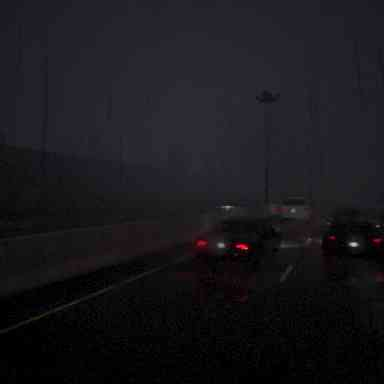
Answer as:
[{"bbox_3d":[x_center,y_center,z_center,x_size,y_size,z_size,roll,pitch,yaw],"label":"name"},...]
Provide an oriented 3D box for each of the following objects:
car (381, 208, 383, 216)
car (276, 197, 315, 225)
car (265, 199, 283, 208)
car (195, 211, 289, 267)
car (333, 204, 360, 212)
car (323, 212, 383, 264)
[{"bbox_3d":[15.278,1.643,24.571,2.097,1.767,4.553,1,0,25],"label":"car"},{"bbox_3d":[8.460,1.422,26.496,2.150,2.045,5.566,1,0,25],"label":"car"},{"bbox_3d":[13.915,1.915,56.039,2.033,1.411,5.357,1,0,25],"label":"car"},{"bbox_3d":[1.884,1.607,11.835,2.033,1.411,5.357,1,0,25],"label":"car"},{"bbox_3d":[12.612,1.739,27.159,1.882,1.535,5.008,1,0,25],"label":"car"},{"bbox_3d":[6.099,1.688,12.624,1.994,1.385,4.181,1,0,25],"label":"car"}]
